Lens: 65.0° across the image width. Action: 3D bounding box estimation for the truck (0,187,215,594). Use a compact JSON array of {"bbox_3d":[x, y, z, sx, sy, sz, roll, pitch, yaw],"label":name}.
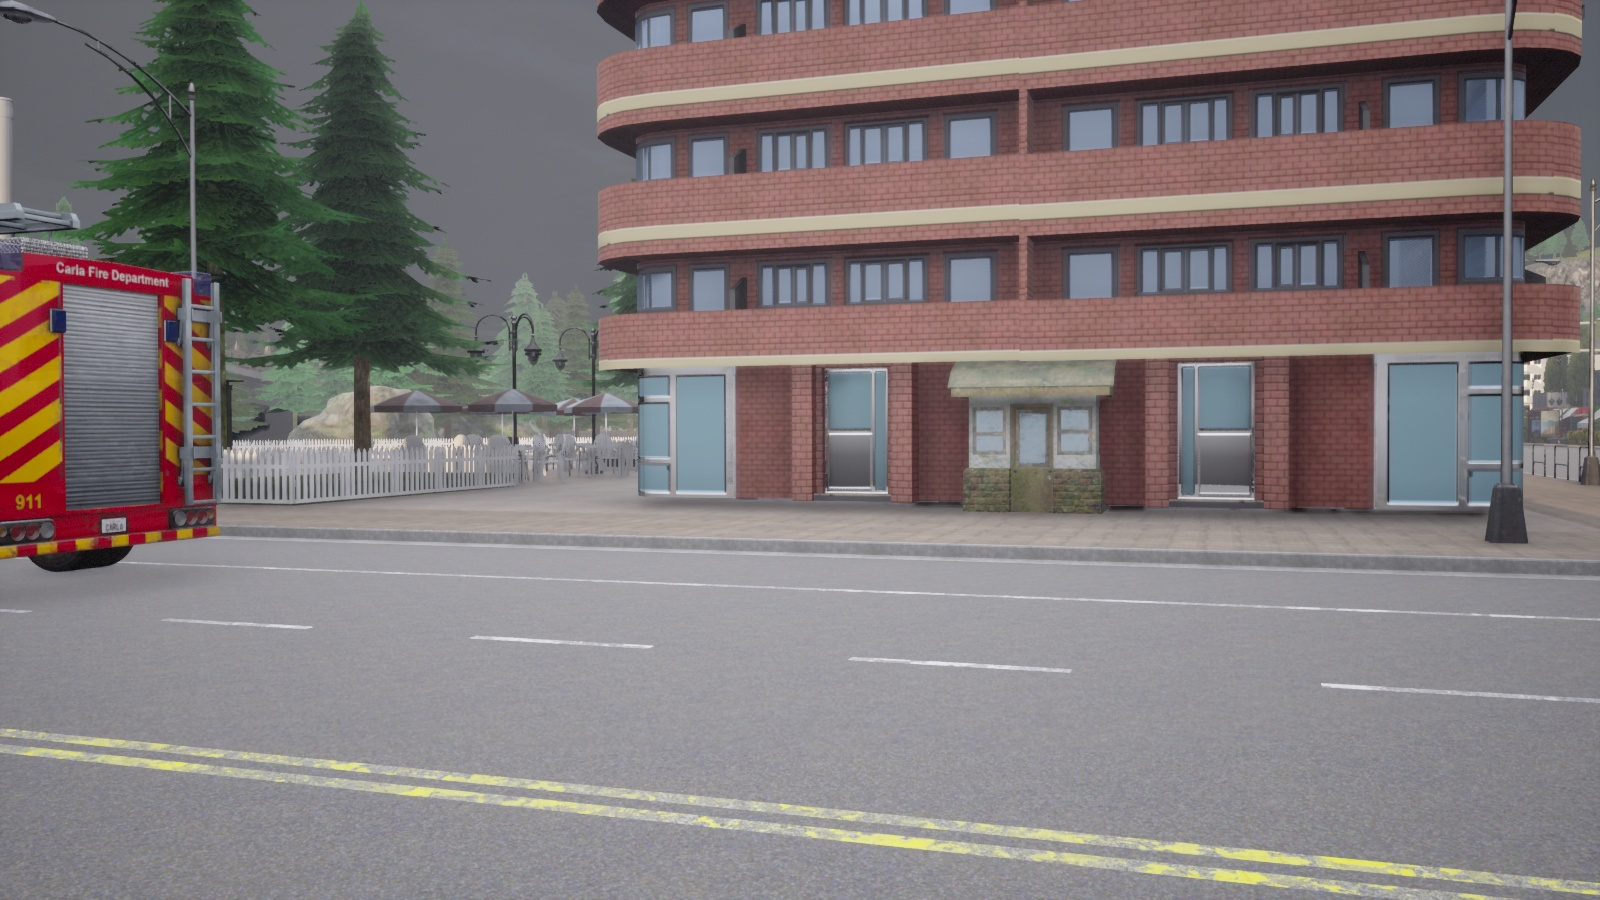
[{"bbox_3d":[-11.161,-0.609,14.312,8.468,3.827,2.891,1,1,19],"label":"truck"}]
